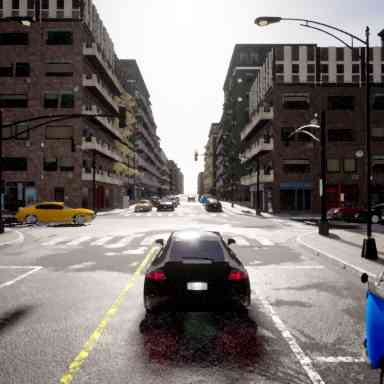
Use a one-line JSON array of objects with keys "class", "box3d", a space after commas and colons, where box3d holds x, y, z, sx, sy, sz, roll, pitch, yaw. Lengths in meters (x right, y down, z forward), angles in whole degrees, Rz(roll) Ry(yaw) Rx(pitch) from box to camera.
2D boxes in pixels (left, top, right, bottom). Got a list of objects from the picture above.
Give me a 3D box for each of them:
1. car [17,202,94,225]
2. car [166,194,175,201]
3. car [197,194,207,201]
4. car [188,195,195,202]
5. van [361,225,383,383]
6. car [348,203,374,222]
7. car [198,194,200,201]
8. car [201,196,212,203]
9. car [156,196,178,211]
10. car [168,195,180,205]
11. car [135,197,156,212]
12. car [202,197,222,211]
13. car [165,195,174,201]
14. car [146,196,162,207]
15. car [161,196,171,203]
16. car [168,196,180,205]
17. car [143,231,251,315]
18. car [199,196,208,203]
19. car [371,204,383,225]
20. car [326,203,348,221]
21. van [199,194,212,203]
[{"class": "car", "box3d": [-9.433, 1.454, 23.245, 5.008, 1.535, 1.882, 1, 0, -10]}, {"class": "car", "box3d": [-5.830, 1.484, 90.755, 1.967, 1.590, 4.097, 1, 0, 0]}, {"class": "car", "box3d": [2.562, 1.355, 85.126, 2.192, 1.841, 5.009, 1, 0, 0]}, {"class": "car", "box3d": [-0.137, 1.562, 80.516, 2.128, 1.511, 4.902, 0, 0, 0]}, {"class": "van", "box3d": [2.670, 1.342, 2.039, 1.690, 1.788, 3.998, 1, 0, 0]}, {"class": "car", "box3d": [15.065, 1.635, 25.581, 4.892, 1.490, 1.837, 0, -1, 0]}, {"class": "car", "box3d": [2.587, 1.555, 68.369, 1.752, 1.417, 4.829, 1, 0, 0]}, {"class": "car", "box3d": [2.625, 1.569, 45.629, 2.008, 1.369, 4.403, 1, 0, 0]}, {"class": "car", "box3d": [-3.169, 1.579, 40.966, 1.994, 1.385, 4.181, 0, 0, 0]}, {"class": "car", "box3d": [-3.181, 1.497, 49.683, 1.882, 1.535, 5.008, 0, 0, 0]}, {"class": "car", "box3d": [-5.744, 1.541, 39.801, 1.752, 1.417, 4.829, 1, 0, 0]}, {"class": "car", "box3d": [2.635, 1.581, 39.986, 1.947, 1.339, 4.313, 1, 0, 0]}, {"class": "car", "box3d": [-5.822, 1.590, 85.112, 2.008, 1.369, 4.403, 1, 0, 0]}, {"class": "car", "box3d": [-5.763, 1.461, 51.257, 1.967, 1.590, 4.097, 1, 0, 0]}, {"class": "car", "box3d": [-5.802, 1.577, 73.827, 1.887, 1.381, 4.507, 1, 0, 0]}, {"class": "car", "box3d": [-3.171, 1.503, 60.059, 1.882, 1.535, 5.008, 0, 0, 0]}, {"class": "car", "box3d": [0.087, 1.566, 7.642, 1.994, 1.385, 4.181, 0, 0, 0]}, {"class": "car", "box3d": [2.577, 1.615, 73.841, 1.802, 1.307, 4.206, 1, 0, 0]}, {"class": "car", "box3d": [13.504, 1.583, 19.808, 4.313, 1.339, 1.947, 0, -1, 1]}, {"class": "car", "box3d": [13.594, 1.609, 28.189, 4.097, 1.590, 1.967, 0, -1, 1]}, {"class": "van", "box3d": [2.610, 1.364, 56.913, 1.690, 1.788, 3.998, 1, 0, 0]}]
